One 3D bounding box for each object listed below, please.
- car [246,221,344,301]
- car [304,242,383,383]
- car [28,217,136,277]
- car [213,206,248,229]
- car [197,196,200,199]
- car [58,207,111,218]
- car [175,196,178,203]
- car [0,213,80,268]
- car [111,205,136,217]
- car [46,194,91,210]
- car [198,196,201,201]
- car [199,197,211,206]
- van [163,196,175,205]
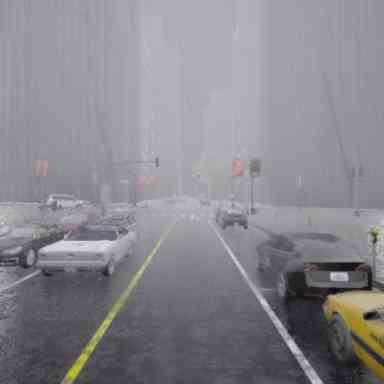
[{"bbox_3d":[2.764,1.644,8.325,1.947,1.339,4.313,0,-1,0],"label":"car"},{"bbox_3d":[2.764,1.555,3.082,1.752,1.417,4.829,0,-1,0],"label":"car"},{"bbox_3d":[-3.101,1.700,10.686,1.895,1.301,4.718,0,-1,0],"label":"car"},{"bbox_3d":[2.762,1.765,22.896,2.008,1.369,4.403,0,-1,0],"label":"car"},{"bbox_3d":[3.093,2.145,86.609,2.192,1.841,5.009,0,-1,1],"label":"car"},{"bbox_3d":[-5.762,1.703,17.002,1.887,1.381,4.507,0,-1,0],"label":"car"},{"bbox_3d":[-5.432,2.397,86.680,1.947,1.339,4.313,0,-1,1],"label":"car"},{"bbox_3d":[-5.762,1.658,11.558,2.008,1.369,4.403,0,-1,0],"label":"car"},{"bbox_3d":[-5.764,1.811,27.891,2.008,1.369,4.403,0,-1,0],"label":"car"},{"bbox_3d":[-16.067,1.418,43.512,5.566,2.045,2.150,3,-1,0],"label":"car"},{"bbox_3d":[3.043,2.327,81.095,2.008,1.369,4.403,0,-1,1],"label":"car"},{"bbox_3d":[2.945,2.219,70.069,2.008,1.369,4.403,0,-1,1],"label":"car"},{"bbox_3d":[-5.531,2.063,75.658,1.690,1.788,3.998,0,-1,1],"label":"van"}]
